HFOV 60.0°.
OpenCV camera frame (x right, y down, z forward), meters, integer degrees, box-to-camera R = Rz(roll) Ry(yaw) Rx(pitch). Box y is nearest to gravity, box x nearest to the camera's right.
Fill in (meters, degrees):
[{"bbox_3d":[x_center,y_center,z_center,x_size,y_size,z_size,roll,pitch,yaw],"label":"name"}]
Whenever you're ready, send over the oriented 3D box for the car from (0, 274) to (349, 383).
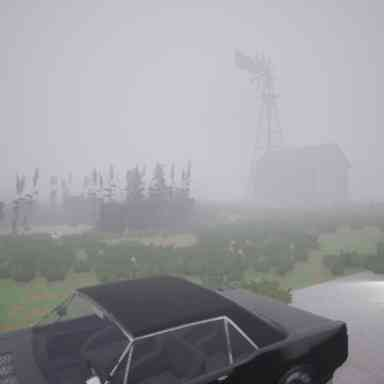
[{"bbox_3d":[-0.706,1.601,2.984,4.718,1.301,1.895,0,0,-35],"label":"car"}]
